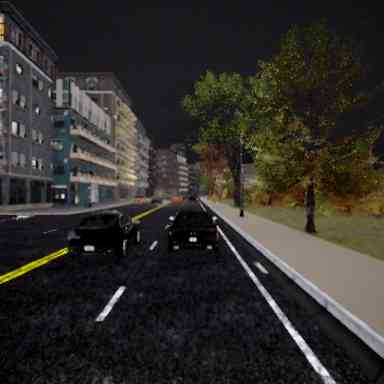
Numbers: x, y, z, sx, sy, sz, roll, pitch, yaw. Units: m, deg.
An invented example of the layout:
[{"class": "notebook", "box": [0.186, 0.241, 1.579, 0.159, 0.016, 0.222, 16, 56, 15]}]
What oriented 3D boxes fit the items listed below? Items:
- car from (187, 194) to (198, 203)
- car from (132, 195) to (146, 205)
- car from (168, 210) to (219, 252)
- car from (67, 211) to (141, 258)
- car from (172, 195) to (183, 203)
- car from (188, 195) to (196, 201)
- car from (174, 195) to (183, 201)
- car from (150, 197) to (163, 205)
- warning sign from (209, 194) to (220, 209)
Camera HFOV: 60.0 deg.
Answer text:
[{"class": "car", "box": [0.006, 1.547, 71.698, 1.837, 1.490, 4.892, 0, 0, 0]}, {"class": "car", "box": [-9.775, 1.395, 61.700, 2.097, 1.767, 4.553, 0, 0, 1]}, {"class": "car", "box": [0.053, 1.486, 13.996, 1.882, 1.535, 5.008, 0, 0, 0]}, {"class": "car", "box": [-3.204, 1.514, 12.849, 1.837, 1.490, 4.892, 0, 0, 0]}, {"class": "car", "box": [-3.244, 1.404, 72.085, 2.097, 1.767, 4.553, 0, 0, 0]}, {"class": "car", "box": [0.006, 1.535, 82.120, 1.994, 1.385, 4.181, 0, 0, 0]}, {"class": "car", "box": [-3.244, 1.508, 82.120, 2.128, 1.511, 4.902, 0, 0, 0]}, {"class": "car", "box": [-6.519, 1.590, 61.667, 2.033, 1.411, 5.357, 0, 0, 1]}, {"class": "warning sign", "box": [2.845, 1.143, 42.054, 1.300, 1.860, 1.060, -1, -1, 0]}]
